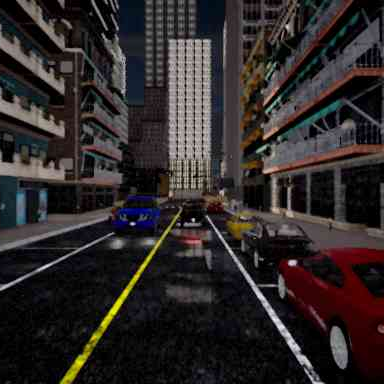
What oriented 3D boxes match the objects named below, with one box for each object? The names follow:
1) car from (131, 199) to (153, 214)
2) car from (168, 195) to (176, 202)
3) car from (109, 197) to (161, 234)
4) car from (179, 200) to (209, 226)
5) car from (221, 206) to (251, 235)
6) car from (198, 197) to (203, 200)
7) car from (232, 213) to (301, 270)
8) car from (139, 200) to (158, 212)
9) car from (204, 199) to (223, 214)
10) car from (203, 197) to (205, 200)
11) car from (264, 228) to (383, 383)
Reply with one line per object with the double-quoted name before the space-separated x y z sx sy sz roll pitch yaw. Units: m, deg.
"car" -5.701 1.639 38.641 1.967 1.590 4.097 -1 0 0
"car" -5.702 2.035 93.200 1.887 1.381 4.507 -1 0 0
"car" -3.102 1.324 20.138 2.150 2.045 5.566 0 0 0
"car" 0.094 1.633 24.862 1.837 1.490 4.892 0 0 0
"car" 2.682 1.611 16.704 1.752 1.417 4.829 -1 0 0
"car" 0.093 1.688 40.846 1.882 1.535 5.008 0 0 0
"car" 2.682 1.607 11.010 2.008 1.369 4.403 -1 0 0
"car" -5.700 1.773 44.165 1.887 1.381 4.507 -1 0 0
"car" 2.681 1.744 38.627 1.887 1.381 4.507 -1 0 0
"car" 2.680 1.783 49.844 1.752 1.417 4.829 -1 0 0
"car" 2.683 1.573 5.487 1.887 1.381 4.507 -1 0 0
